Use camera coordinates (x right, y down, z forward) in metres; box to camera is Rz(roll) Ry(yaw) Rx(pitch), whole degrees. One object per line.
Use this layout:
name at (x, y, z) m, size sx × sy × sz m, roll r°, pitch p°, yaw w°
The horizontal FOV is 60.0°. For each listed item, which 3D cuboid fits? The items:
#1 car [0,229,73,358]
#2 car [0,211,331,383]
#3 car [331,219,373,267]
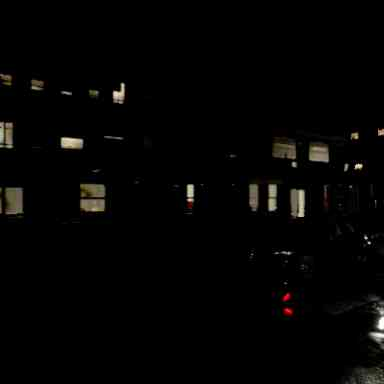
car at (-4.432, 1.482, 4.511) m, size 4.902 × 1.511 × 2.128 m, roll 1°, pitch 0°, yaw -35°
car at (-1.563, 1.224, 2.561) m, size 5.566 × 2.045 × 2.150 m, roll 1°, pitch -1°, yaw -35°
car at (3.700, 1.583, 10.291) m, size 4.902 × 1.511 × 2.128 m, roll 1°, pitch 0°, yaw -35°
